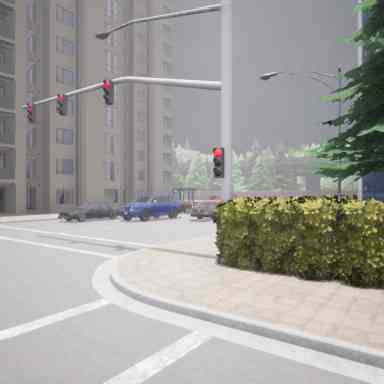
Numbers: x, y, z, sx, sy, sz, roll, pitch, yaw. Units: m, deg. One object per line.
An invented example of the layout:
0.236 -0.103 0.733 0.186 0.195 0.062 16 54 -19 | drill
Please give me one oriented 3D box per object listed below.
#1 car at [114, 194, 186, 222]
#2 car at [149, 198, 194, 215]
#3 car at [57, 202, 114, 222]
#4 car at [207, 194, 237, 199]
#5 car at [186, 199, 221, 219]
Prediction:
-3.254 1.221 26.939 2.150 2.045 5.566 0 0 36 | car
-2.071 1.478 34.462 1.882 1.535 5.008 0 0 36 | car
-7.875 1.547 26.554 2.033 1.411 5.357 0 0 36 | car
3.091 1.221 35.573 2.150 2.045 5.566 0 0 36 | car
2.041 1.547 27.897 2.033 1.411 5.357 0 0 36 | car
